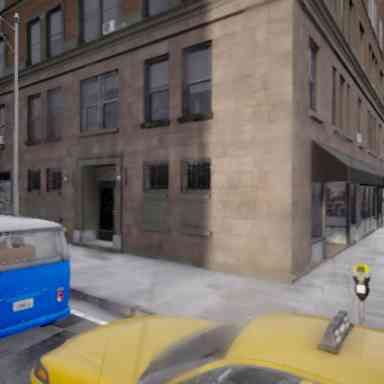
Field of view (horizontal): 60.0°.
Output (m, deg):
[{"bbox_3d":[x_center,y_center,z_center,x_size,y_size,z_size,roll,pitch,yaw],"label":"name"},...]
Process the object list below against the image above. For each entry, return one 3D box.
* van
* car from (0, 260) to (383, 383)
[{"bbox_3d":[-3.756,1.245,5.538,3.998,1.788,1.690,1,0,35],"label":"van"},{"bbox_3d":[0.721,1.515,2.343,4.829,1.417,1.752,1,0,35],"label":"car"}]
